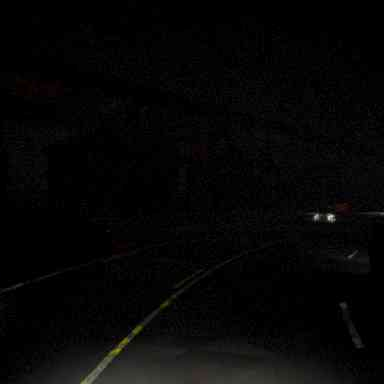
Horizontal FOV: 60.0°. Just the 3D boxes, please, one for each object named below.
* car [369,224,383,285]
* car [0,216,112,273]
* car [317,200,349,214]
[{"bbox_3d":[4.935,1.274,6.303,2.150,2.045,5.566,0,0,19],"label":"car"},{"bbox_3d":[-4.808,1.511,10.939,2.033,1.411,5.357,0,0,22],"label":"car"},{"bbox_3d":[16.491,1.667,38.893,5.008,1.535,1.882,1,0,-41],"label":"car"}]
